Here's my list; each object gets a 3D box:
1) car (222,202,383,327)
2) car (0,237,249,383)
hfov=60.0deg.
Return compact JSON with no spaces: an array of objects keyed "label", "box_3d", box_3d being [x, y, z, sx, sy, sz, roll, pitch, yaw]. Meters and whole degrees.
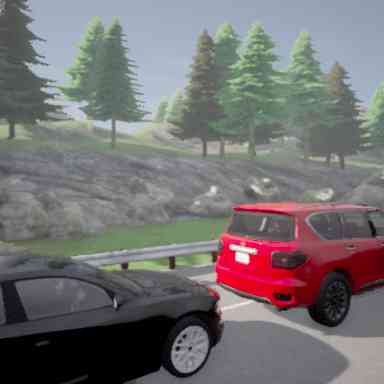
[{"label":"car","box_3d":[3.089,1.241,7.277,5.566,2.045,2.150,0,0,-34]},{"label":"car","box_3d":[-1.854,1.476,3.844,5.008,1.535,1.882,0,0,-35]}]
